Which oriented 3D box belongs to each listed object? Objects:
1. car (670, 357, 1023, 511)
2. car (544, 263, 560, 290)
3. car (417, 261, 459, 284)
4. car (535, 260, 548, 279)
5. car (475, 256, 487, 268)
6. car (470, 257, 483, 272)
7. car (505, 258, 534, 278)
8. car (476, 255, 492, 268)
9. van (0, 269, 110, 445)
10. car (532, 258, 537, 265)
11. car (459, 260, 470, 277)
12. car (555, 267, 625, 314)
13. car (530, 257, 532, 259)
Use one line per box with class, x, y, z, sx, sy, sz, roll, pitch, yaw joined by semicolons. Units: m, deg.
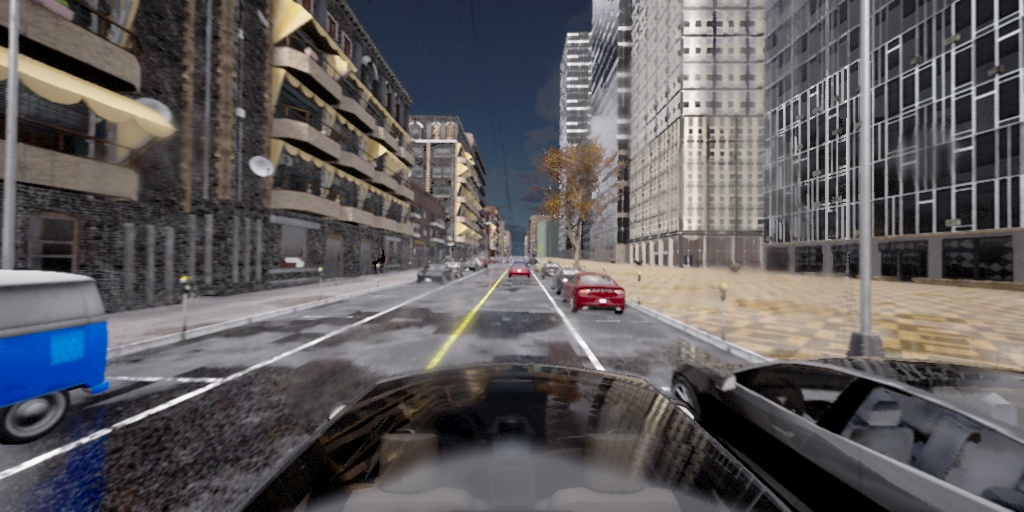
car;2.666;1.344;2.416;1.948;1.339;4.313;0;0;1
car;3.026;1.259;19.120;2.007;1.370;4.403;0;0;1
car;-5.232;1.159;24.870;1.948;1.339;4.313;0;0;1
car;3.266;1.215;30.256;2.007;1.370;4.403;0;0;1
car;-4.756;1.031;46.972;1.751;1.417;4.829;0;0;1
car;-4.872;1.093;41.575;1.948;1.339;4.313;0;0;1
car;0.689;1.190;32.698;1.994;1.385;4.181;1;0;2
car;-4.632;0.799;52.712;2.192;1.841;5.009;0;0;1
van;-5.712;1.025;2.597;1.690;1.789;3.998;0;0;1
car;3.510;1.146;41.564;1.751;1.417;4.829;0;0;1
car;-5.112;1.121;30.438;2.007;1.370;4.403;0;0;1
car;2.906;1.277;13.551;1.888;1.381;4.507;0;0;1
car;3.694;1.031;65.354;1.837;1.490;4.892;1;0;1
